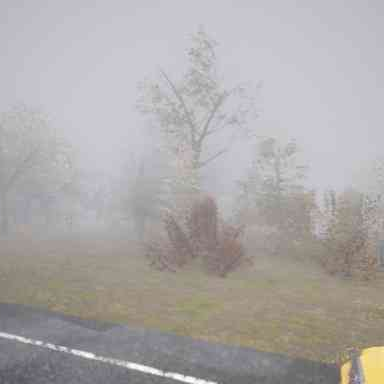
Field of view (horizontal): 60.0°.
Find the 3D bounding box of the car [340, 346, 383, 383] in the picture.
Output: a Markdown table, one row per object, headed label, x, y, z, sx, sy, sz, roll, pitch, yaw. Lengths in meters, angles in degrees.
| label | x | y | z | sx | sy | sz | roll | pitch | yaw |
| --- | --- | --- | --- | --- | --- | --- | --- | --- | --- |
| car | 4.046 | 1.831 | 2.488 | 5.366 | 1.575 | 1.801 | 1 | -4 | 22 |
